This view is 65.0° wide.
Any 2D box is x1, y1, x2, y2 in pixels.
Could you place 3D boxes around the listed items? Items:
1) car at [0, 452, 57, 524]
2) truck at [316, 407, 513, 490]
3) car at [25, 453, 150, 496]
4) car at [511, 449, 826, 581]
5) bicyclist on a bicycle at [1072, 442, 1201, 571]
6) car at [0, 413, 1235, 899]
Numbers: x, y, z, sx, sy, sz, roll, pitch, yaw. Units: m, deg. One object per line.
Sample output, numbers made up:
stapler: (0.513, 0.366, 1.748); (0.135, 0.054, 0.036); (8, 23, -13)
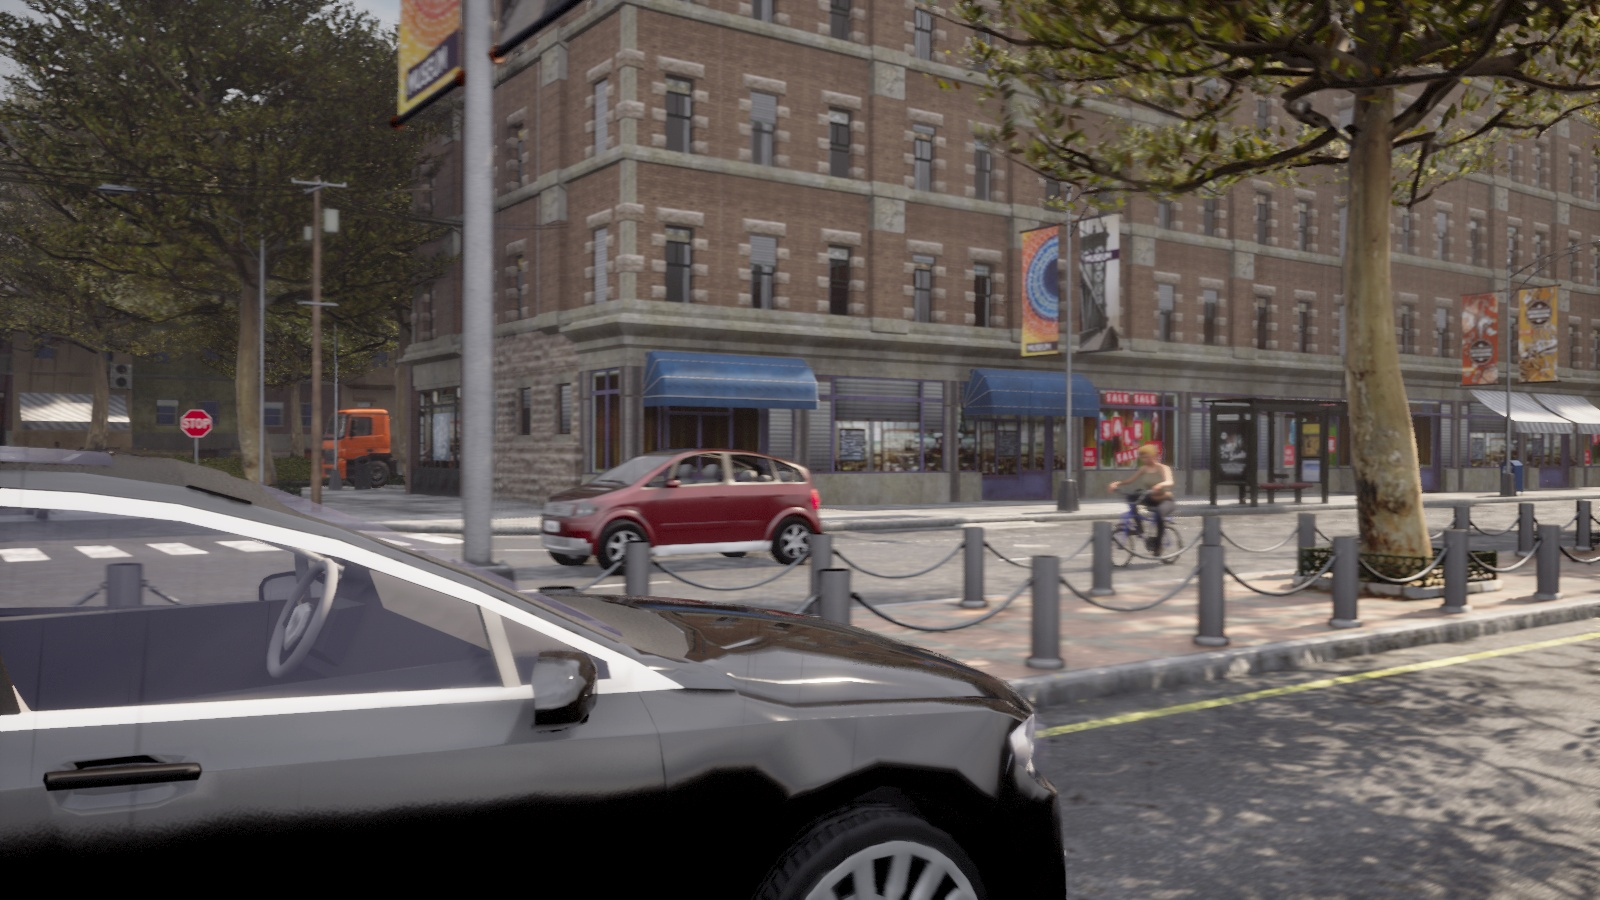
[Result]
car: (-18.369, 0.810, 28.544); (2.128, 1.511, 4.902); (0, 0, -36)
truck: (-17.201, -0.063, 56.299); (7.936, 3.462, 2.891); (0, 0, -35)
car: (-26.705, 0.895, 47.167); (1.789, 1.549, 3.705); (-1, 0, 30)
car: (-1.686, 0.767, 16.497); (3.705, 1.549, 1.789); (0, 0, -35)
bicyclist on a bicycle: (4.416, 0.712, 16.473); (1.509, 1.612, 0.866); (0, 0, -35)
car: (-1.542, 0.711, 2.585); (4.902, 1.511, 2.128); (0, 0, -35)
